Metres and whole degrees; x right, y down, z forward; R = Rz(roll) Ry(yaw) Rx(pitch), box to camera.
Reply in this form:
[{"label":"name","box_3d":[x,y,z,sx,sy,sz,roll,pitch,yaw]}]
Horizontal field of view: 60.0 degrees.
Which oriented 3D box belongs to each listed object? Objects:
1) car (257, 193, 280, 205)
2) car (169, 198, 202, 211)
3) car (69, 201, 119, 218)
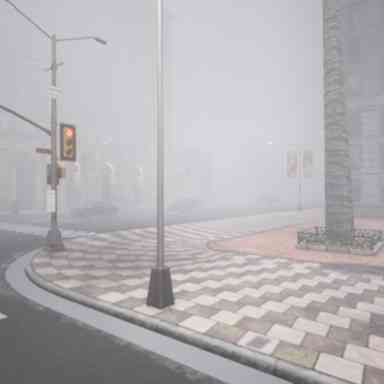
[{"label":"car","box_3d":[13.387,1.219,57.913,2.150,2.045,5.566,0,0,38]},{"label":"car","box_3d":[-0.758,1.494,39.988,1.837,1.490,4.892,0,2,39]},{"label":"car","box_3d":[-8.707,1.520,29.928,1.812,1.442,4.674,0,0,39]}]
